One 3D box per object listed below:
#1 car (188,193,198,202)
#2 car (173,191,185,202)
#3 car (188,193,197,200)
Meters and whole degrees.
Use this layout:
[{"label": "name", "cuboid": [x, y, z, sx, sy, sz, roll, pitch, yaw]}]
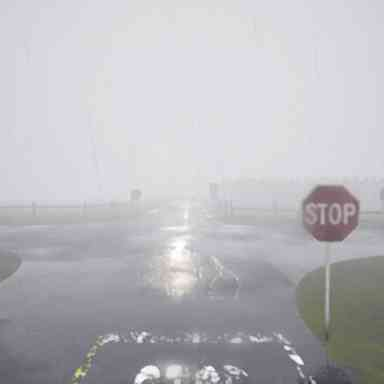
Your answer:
[{"label": "car", "cuboid": [0.144, 1.283, 63.954, 1.895, 1.301, 4.718, 0, 0, 0]}, {"label": "car", "cuboid": [-2.597, 0.865, 68.069, 2.150, 2.045, 5.566, 0, 0, 0]}, {"label": "car", "cuboid": [0.167, 0.957, 73.927, 1.837, 1.490, 4.892, 0, 0, 0]}]
